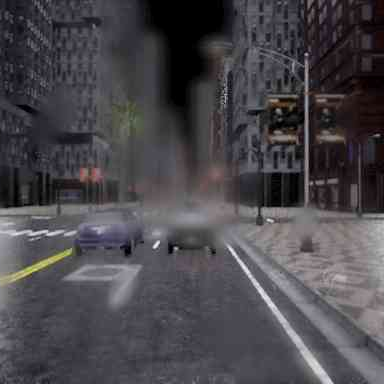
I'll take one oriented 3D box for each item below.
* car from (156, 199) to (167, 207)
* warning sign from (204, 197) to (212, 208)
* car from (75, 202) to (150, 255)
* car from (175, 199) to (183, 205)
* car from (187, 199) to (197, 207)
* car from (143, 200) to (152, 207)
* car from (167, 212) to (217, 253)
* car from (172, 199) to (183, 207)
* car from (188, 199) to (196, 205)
[{"bbox_3d":[-6.503,2.263,71.384,2.097,1.767,4.553,0,-1,0],"label":"car"},{"bbox_3d":[2.857,1.803,58.644,1.300,1.860,1.060,1,0,0],"label":"warning sign"},{"bbox_3d":[-3.250,1.492,14.081,2.097,1.767,4.553,0,-1,0],"label":"car"},{"bbox_3d":[-3.254,2.584,84.227,2.033,1.411,5.357,0,-1,0],"label":"car"},{"bbox_3d":[0.000,2.393,69.128,1.812,1.442,4.674,0,-1,0],"label":"car"},{"bbox_3d":[-9.753,2.433,71.351,2.128,1.511,4.902,0,-1,0],"label":"car"},{"bbox_3d":[0.003,1.624,14.486,1.882,1.535,5.008,0,0,0],"label":"car"},{"bbox_3d":[-3.254,2.479,72.941,1.994,1.385,4.181,0,-1,0],"label":"car"},{"bbox_3d":[-0.004,2.544,84.227,1.837,1.490,4.892,0,-1,0],"label":"car"}]
